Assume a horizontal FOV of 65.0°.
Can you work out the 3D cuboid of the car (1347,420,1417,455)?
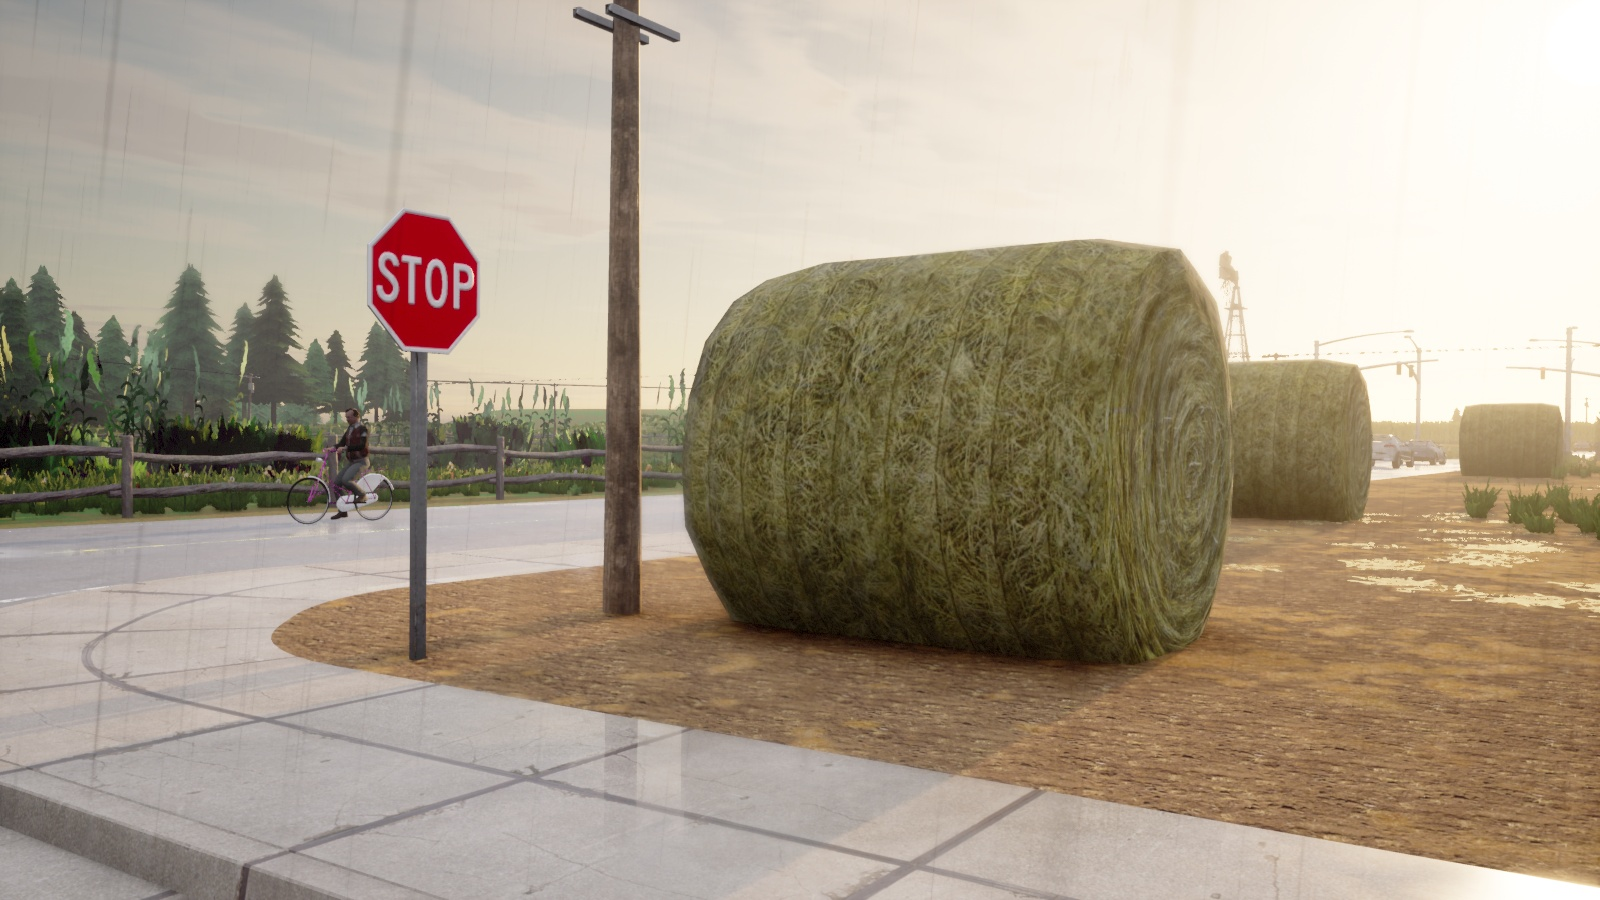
[{"bbox_3d":[28.619,-0.626,61.662,2.152,1.651,5.027,0,1,36],"label":"car"}]

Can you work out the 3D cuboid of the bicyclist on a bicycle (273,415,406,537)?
[{"bbox_3d":[-7.018,0.368,19.220,0.659,1.776,1.843,0,1,36],"label":"bicyclist on a bicycle"}]

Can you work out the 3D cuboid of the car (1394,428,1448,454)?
[{"bbox_3d":[34.361,-0.499,69.450,1.994,1.385,4.181,0,1,36],"label":"car"}]
